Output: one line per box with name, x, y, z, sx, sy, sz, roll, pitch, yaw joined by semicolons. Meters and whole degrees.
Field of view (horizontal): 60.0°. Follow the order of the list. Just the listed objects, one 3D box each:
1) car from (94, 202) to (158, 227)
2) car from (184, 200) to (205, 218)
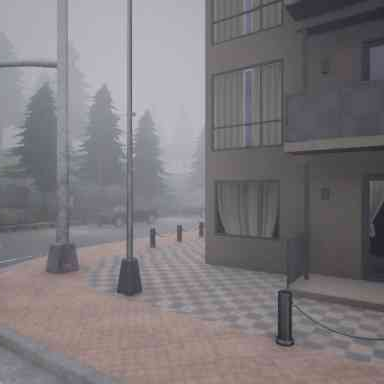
car;-4.477;1.493;23.122;1.882;1.535;5.008;0;0;35
car;1.188;1.493;31.278;1.882;1.535;5.008;0;0;35
